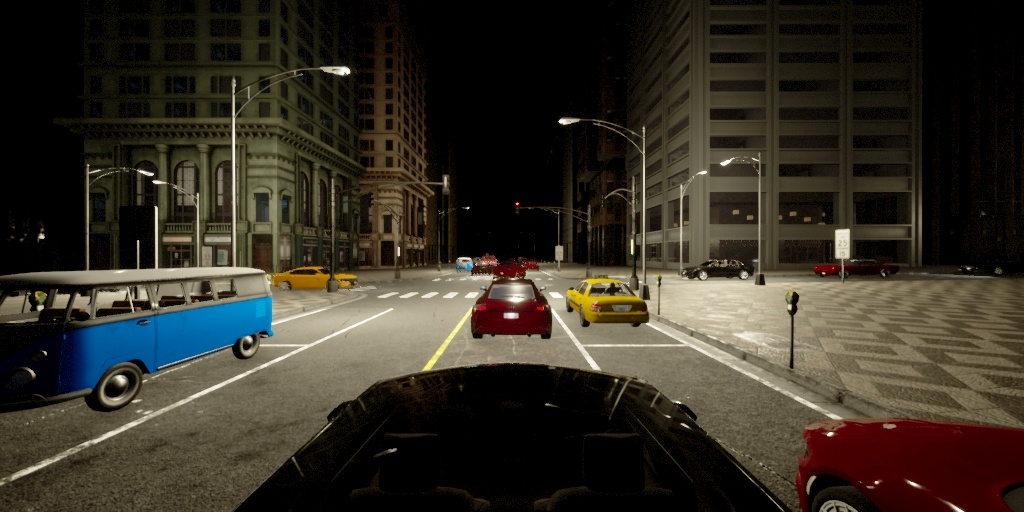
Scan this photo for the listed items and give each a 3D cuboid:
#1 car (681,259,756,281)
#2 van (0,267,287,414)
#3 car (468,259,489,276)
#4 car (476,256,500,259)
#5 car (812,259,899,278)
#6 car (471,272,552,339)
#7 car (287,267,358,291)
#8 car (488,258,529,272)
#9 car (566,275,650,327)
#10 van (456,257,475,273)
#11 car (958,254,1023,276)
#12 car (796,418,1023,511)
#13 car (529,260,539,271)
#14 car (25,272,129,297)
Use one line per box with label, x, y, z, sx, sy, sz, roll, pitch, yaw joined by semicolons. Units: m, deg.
car;14.885;0.975;26.019;4.892;1.490;1.837;-1;0;0
van;-5.766;1.091;5.743;1.690;1.789;3.998;0;0;0
car;-3.130;1.325;37.833;1.994;1.385;4.181;0;0;1
car;-3.152;0.989;47.460;2.150;2.045;5.566;0;0;-1
car;24.805;0.905;25.991;4.718;1.301;1.895;-1;0;0
car;0.024;1.315;10.088;1.994;1.385;4.181;0;0;1
car;-12.272;1.423;22.569;5.008;1.535;1.882;-1;0;5
car;-0.173;1.230;31.320;1.882;1.535;5.008;1;0;15
car;2.759;1.276;11.321;1.751;1.417;4.829;0;0;0
van;-5.823;1.106;43.727;1.690;1.789;3.998;0;0;0
car;35.483;0.637;25.953;4.892;1.490;1.837;-1;0;0
car;2.765;1.295;0.571;1.888;1.381;4.507;0;0;0
car;2.727;1.314;49.243;1.888;1.381;4.507;0;0;0
car;-27.685;1.777;22.930;4.181;1.385;1.994;-1;0;0
